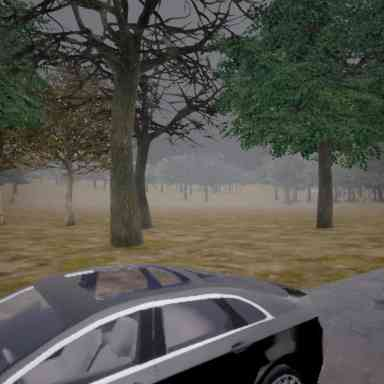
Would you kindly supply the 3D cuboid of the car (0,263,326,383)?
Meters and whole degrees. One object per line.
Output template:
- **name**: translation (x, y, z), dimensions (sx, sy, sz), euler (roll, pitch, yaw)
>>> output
- **car**: translation (-0.876, 1.491, 2.792), dimensions (4.902, 1.511, 2.128), euler (0, 0, -36)
